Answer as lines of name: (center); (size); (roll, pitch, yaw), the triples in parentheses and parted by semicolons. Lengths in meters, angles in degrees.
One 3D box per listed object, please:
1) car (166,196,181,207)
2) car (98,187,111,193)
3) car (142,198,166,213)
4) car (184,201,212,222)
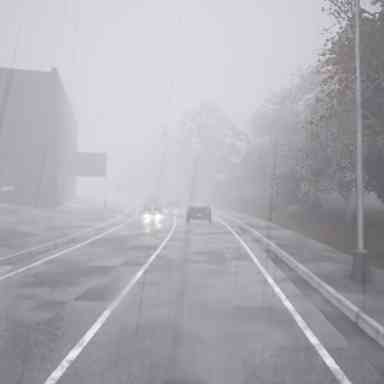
car: (-2.705, 1.309, 45.846); (1.812, 1.442, 4.674); (1, 1, -15)
car: (-19.656, -0.358, 74.037); (1.882, 1.535, 5.008); (2, 2, -36)
car: (-4.235, 1.367, 35.109); (2.128, 1.511, 4.902); (1, 1, -9)
car: (0.422, 1.470, 26.073); (1.882, 1.535, 5.008); (1, 0, -3)
